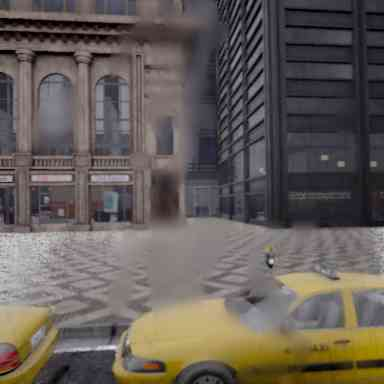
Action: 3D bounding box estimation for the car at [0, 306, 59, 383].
[{"bbox_3d":[-4.117,1.692,3.693,4.829,1.417,1.752,0,-2,-6],"label":"car"}]

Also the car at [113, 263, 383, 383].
[{"bbox_3d":[1.492,1.656,4.289,4.829,1.417,1.752,0,-2,-6],"label":"car"}]
